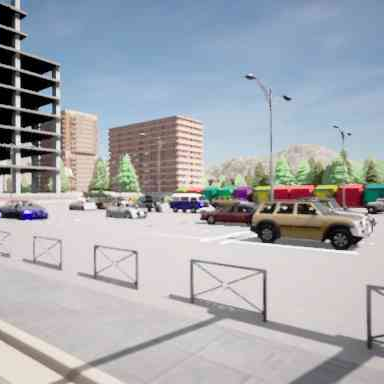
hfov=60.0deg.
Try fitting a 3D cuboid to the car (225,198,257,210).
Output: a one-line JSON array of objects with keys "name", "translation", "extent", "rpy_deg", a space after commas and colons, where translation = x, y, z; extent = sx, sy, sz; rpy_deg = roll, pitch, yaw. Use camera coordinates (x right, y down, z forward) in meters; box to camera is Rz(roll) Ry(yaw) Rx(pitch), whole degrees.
[{"name": "car", "translation": [6.508, 1.555, 44.348], "extent": [3.905, 1.438, 1.784], "rpy_deg": [-1, 0, 38]}]

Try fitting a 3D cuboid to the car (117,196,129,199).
[{"name": "car", "translation": [-10.619, 1.474, 46.963], "extent": [4.605, 1.855, 1.932], "rpy_deg": [-1, 0, 38]}]

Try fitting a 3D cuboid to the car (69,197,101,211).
[{"name": "car", "translation": [-14.002, 1.715, 42.527], "extent": [3.806, 1.475, 1.970], "rpy_deg": [-1, 0, 38]}]

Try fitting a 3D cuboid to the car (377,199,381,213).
[{"name": "car", "translation": [6.508, 1.196, 15.849], "extent": [3.866, 1.878, 1.905], "rpy_deg": [-1, 0, 38]}]

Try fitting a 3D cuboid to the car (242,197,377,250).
[{"name": "car", "translation": [4.688, 1.193, 13.598], "extent": [4.605, 1.855, 1.932], "rpy_deg": [-1, 0, 38]}]

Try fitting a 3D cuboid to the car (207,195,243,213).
[{"name": "car", "translation": [4.678, 1.345, 42.101], "extent": [4.605, 1.855, 1.932], "rpy_deg": [-1, 0, 38]}]

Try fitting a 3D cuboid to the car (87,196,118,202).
[{"name": "car", "translation": [-12.225, 1.683, 44.812], "extent": [3.905, 1.438, 1.784], "rpy_deg": [-1, 0, 38]}]

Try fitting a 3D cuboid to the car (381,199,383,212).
[{"name": "car", "translation": [18.523, 1.197, 31.365], "extent": [3.866, 1.878, 1.905], "rpy_deg": [-1, 0, 38]}]

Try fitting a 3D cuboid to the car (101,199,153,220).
[{"name": "car", "translation": [-5.620, 1.585, 28.704], "extent": [3.806, 1.475, 1.970], "rpy_deg": [-1, 0, 38]}]

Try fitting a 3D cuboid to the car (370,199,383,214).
[{"name": "car", "translation": [20.310, 1.437, 33.643], "extent": [3.806, 1.475, 1.970], "rpy_deg": [-1, 0, 38]}]
